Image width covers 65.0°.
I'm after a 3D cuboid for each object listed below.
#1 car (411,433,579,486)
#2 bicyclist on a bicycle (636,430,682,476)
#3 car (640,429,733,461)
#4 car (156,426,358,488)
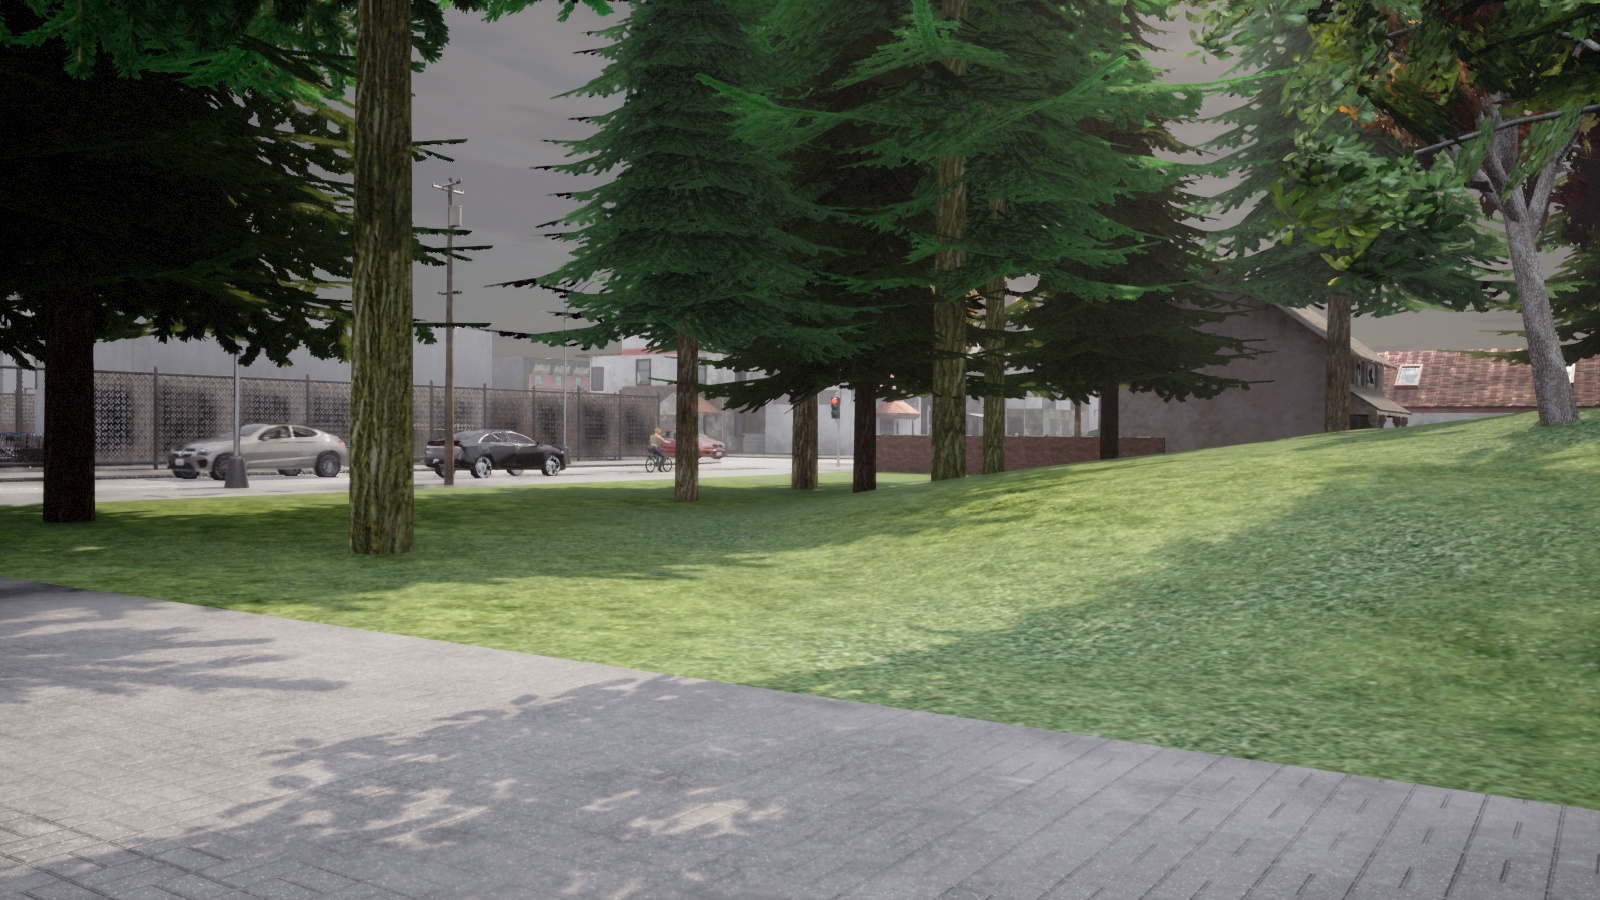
[{"bbox_3d":[-9.367,0.240,38.970,2.128,1.511,4.902,0,1,34],"label":"car"},{"bbox_3d":[-5.094,0.094,45.400,0.866,1.612,1.509,0,1,33],"label":"bicyclist on a bicycle"},{"bbox_3d":[-6.138,-0.292,67.662,4.611,1.667,2.242,0,1,34],"label":"car"},{"bbox_3d":[-15.719,0.152,36.624,2.152,1.651,5.027,0,1,33],"label":"car"}]
